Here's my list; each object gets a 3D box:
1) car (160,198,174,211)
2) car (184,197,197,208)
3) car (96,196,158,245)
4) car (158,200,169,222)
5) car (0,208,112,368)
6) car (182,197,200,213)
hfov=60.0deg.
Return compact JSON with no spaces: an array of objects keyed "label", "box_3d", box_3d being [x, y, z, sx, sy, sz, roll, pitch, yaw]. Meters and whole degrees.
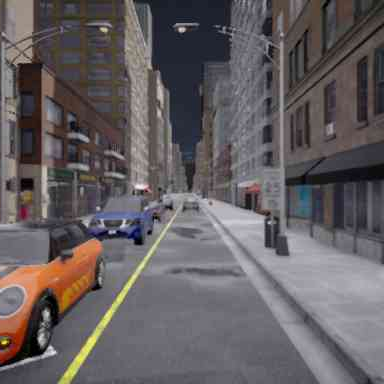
[{"label":"car","box_3d":[-3.154,1.464,39.938,1.882,1.535,5.008,0,0,0]},{"label":"car","box_3d":[-0.159,1.506,48.944,1.812,1.442,4.674,0,0,0]},{"label":"car","box_3d":[-3.123,1.217,15.760,2.150,2.045,5.566,0,0,0]},{"label":"car","box_3d":[-3.147,1.590,26.228,1.895,1.301,4.718,0,0,0]},{"label":"car","box_3d":[-3.075,1.353,5.995,2.097,1.767,4.553,0,0,-1]},{"label":"car","box_3d":[-0.127,1.473,37.293,2.128,1.511,4.902,0,0,0]}]
